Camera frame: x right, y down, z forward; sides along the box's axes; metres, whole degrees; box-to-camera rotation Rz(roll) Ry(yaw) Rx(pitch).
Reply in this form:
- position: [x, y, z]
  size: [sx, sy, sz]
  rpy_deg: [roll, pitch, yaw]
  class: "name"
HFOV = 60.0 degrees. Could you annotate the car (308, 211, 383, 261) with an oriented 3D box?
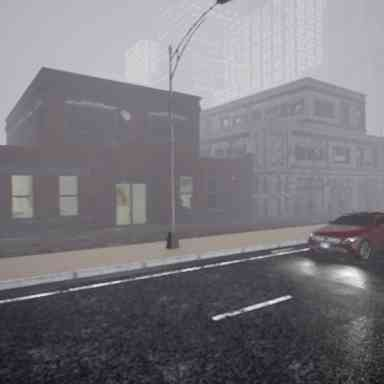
- position: [6.195, 1.455, 12.096]
  size: [4.674, 1.442, 1.812]
  rpy_deg: [0, 0, -35]
  class: "car"
